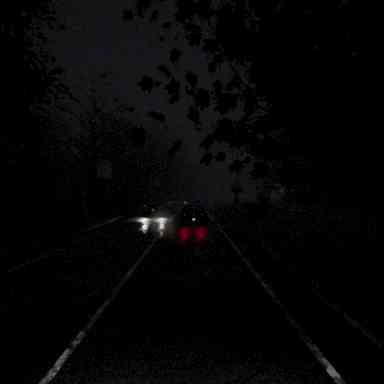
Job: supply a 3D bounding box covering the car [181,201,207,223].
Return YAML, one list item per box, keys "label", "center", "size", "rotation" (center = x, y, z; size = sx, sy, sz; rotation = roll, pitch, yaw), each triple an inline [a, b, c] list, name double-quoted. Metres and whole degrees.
- label: "car"
  center: [0.134, 1.649, 25.748]
  size: [1.895, 1.301, 4.718]
  rotation: [0, 0, 0]

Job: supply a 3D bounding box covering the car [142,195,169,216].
- label: "car"
  center: [-3.551, 1.284, 33.066]
  size: [2.150, 2.045, 5.566]
  rotation: [0, 0, 0]

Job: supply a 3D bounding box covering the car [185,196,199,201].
- label: "car"
  center: [0.171, 1.570, 42.167]
  size: [1.812, 1.442, 4.674]
  rotation: [0, -1, 1]
